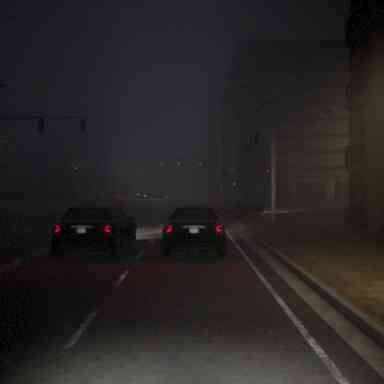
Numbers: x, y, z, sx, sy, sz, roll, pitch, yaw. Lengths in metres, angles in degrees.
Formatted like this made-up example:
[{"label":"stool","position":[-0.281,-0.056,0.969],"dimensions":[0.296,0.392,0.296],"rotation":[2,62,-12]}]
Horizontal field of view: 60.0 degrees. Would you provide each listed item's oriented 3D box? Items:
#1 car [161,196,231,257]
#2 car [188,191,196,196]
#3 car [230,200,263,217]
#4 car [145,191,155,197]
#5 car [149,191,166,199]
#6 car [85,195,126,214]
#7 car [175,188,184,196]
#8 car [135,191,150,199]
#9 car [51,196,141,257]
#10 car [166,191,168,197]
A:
[{"label":"car","position":[0.077,1.198,12.462],"dimensions":[2.097,1.767,4.553],"rotation":[0,1,0]},{"label":"car","position":[0.013,0.484,87.377],"dimensions":[1.994,1.385,4.181],"rotation":[0,1,0]},{"label":"car","position":[3.916,1.266,27.262],"dimensions":[1.895,1.301,4.718],"rotation":[0,1,43]},{"label":"car","position":[-10.488,0.447,84.066],"dimensions":[1.882,1.535,5.008],"rotation":[0,1,0]},{"label":"car","position":[-6.992,0.726,67.837],"dimensions":[1.994,1.385,4.181],"rotation":[0,1,0]},{"label":"car","position":[-8.017,1.102,30.625],"dimensions":[1.882,1.535,5.008],"rotation":[0,0,-37]},{"label":"car","position":[-3.487,0.473,85.997],"dimensions":[2.128,1.511,4.902],"rotation":[0,1,0]},{"label":"car","position":[-10.490,0.712,67.840],"dimensions":[2.033,1.411,5.357],"rotation":[0,1,0]},{"label":"car","position":[-3.423,1.199,12.463],"dimensions":[2.097,1.767,4.553],"rotation":[0,1,0]},{"label":"car","position":[-6.988,0.497,83.979],"dimensions":[2.128,1.511,4.902],"rotation":[0,1,0]}]
